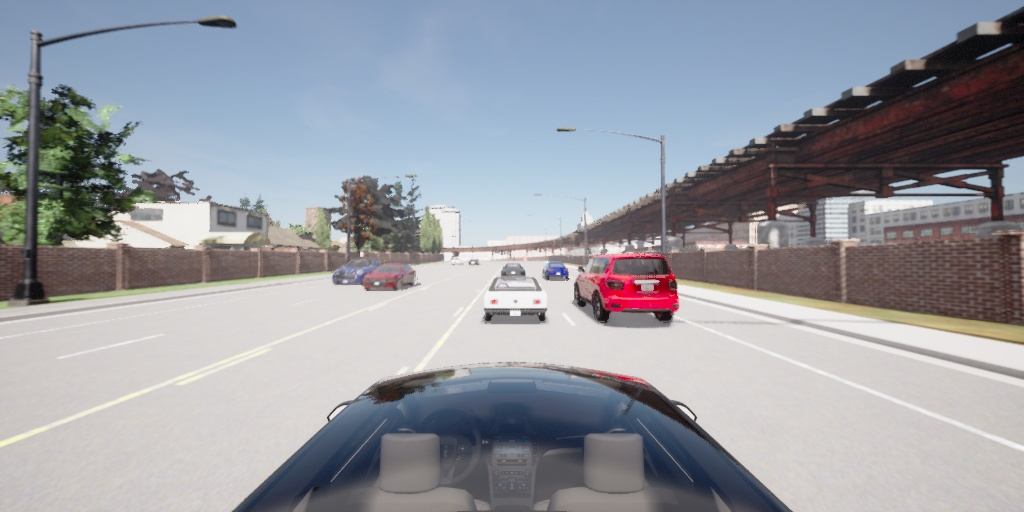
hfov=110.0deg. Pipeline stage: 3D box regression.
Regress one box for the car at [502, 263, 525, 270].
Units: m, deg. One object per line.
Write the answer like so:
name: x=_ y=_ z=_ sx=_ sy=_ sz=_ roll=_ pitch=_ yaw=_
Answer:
car: x=0.106 y=1.236 z=29.583 sx=1.994 sy=1.385 sz=4.181 roll=0 pitch=0 yaw=0

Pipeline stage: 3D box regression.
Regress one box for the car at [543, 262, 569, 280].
car: x=3.606 y=1.196 z=30.092 sx=1.812 sy=1.442 sz=4.674 roll=0 pitch=0 yaw=0

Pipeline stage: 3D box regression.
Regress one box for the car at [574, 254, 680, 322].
car: x=3.601 y=0.942 z=12.240 sx=2.150 sy=2.045 sz=5.566 roll=0 pitch=0 yaw=0

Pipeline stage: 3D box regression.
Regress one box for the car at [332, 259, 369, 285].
car: x=-10.594 y=1.036 z=25.020 sx=2.097 sy=1.767 sz=4.553 roll=0 pitch=0 yaw=0

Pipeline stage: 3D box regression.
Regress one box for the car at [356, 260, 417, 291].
car: x=-7.096 y=1.173 z=21.316 sx=1.882 sy=1.535 sz=5.008 roll=0 pitch=0 yaw=0

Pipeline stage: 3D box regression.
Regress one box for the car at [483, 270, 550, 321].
car: x=0.102 y=1.321 z=12.368 sx=1.895 sy=1.301 sz=4.718 roll=0 pitch=0 yaw=0
